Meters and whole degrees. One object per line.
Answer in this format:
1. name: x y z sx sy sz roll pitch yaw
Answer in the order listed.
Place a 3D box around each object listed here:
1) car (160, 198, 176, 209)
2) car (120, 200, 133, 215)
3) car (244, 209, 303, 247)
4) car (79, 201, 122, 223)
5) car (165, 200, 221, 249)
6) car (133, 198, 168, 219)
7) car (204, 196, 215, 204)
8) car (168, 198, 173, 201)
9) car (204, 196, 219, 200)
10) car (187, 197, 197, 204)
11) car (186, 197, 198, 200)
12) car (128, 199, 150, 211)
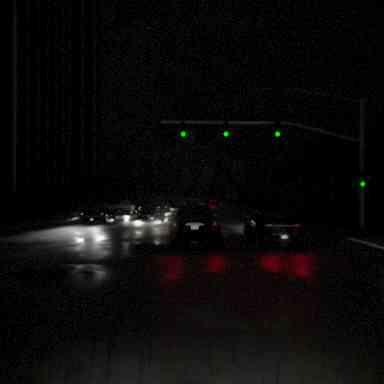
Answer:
1. car: -3.483 1.641 49.242 2.033 1.411 5.357 0 0 0
2. car: -7.073 1.585 34.896 1.812 1.442 4.674 0 0 0
3. car: 3.606 1.540 15.359 2.128 1.511 4.902 0 0 0
4. car: -7.089 1.639 25.740 1.895 1.301 4.718 0 0 0
5. car: 0.105 1.399 14.958 2.097 1.767 4.553 0 0 0
6. car: -3.584 1.401 29.732 2.097 1.767 4.553 0 0 0
7. car: 3.523 1.616 67.129 1.882 1.535 5.008 0 0 0
8. car: -3.561 1.575 38.834 1.837 1.490 4.892 0 0 0
9. car: 3.520 1.620 57.030 1.837 1.490 4.892 0 0 0
10. car: 0.023 1.684 67.403 2.033 1.411 5.357 0 0 0
11. car: 0.020 1.591 57.053 1.882 1.535 5.008 0 0 0
12. car: -7.020 1.628 44.482 2.033 1.411 5.357 0 0 1
